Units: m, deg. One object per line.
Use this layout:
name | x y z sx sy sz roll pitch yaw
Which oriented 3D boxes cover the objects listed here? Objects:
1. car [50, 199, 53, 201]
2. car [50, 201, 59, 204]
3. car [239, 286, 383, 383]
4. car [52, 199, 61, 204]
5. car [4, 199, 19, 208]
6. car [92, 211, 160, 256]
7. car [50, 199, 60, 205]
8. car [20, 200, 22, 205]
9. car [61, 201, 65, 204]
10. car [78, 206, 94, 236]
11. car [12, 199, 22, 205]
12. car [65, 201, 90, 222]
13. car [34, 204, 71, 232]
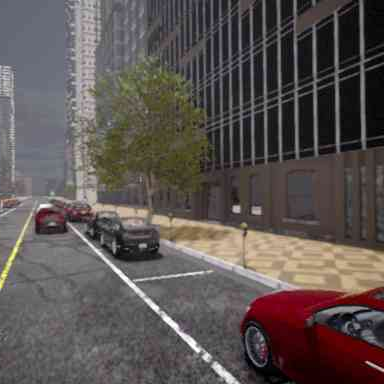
car | -28.653 2.261 70.559 1.947 1.339 4.313 0 0 -25
car | -16.255 2.003 37.159 1.895 1.301 4.718 -1 0 -24
car | 2.112 1.577 3.259 1.802 1.307 4.206 -1 0 -25
car | -21.553 2.093 55.029 1.887 1.381 4.507 0 0 -25
car | -33.910 2.266 61.904 1.887 1.381 4.507 0 0 -25
car | -2.621 1.667 13.613 2.008 1.369 4.403 -1 0 -25
car | -33.386 2.356 80.913 1.947 1.339 4.313 0 0 -25
car | -41.011 2.409 77.435 1.887 1.381 4.507 0 0 -25
car | -12.089 1.778 34.321 1.967 1.590 4.097 0 0 -25
car | -4.988 1.725 18.790 2.008 1.369 4.403 0 0 -25
car | -43.377 2.476 82.612 1.947 1.339 4.313 0 0 -25
car | -9.722 1.724 29.145 1.967 1.590 4.097 0 0 -25
car | -9.341 1.769 21.982 1.812 1.442 4.674 -1 0 -25
